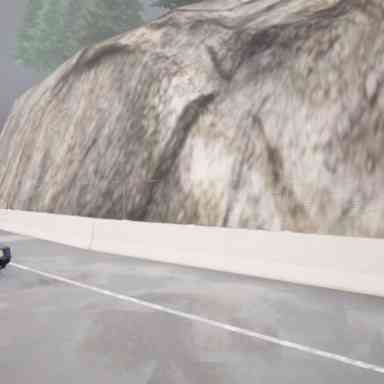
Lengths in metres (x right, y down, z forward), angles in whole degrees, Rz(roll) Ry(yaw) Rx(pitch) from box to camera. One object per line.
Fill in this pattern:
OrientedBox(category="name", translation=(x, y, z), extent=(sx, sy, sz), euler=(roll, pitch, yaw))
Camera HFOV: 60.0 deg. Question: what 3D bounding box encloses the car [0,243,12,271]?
OrientedBox(category="car", translation=(-6.998, 1.614, 9.421), extent=(4.718, 1.301, 1.895), euler=(0, 0, 40))
